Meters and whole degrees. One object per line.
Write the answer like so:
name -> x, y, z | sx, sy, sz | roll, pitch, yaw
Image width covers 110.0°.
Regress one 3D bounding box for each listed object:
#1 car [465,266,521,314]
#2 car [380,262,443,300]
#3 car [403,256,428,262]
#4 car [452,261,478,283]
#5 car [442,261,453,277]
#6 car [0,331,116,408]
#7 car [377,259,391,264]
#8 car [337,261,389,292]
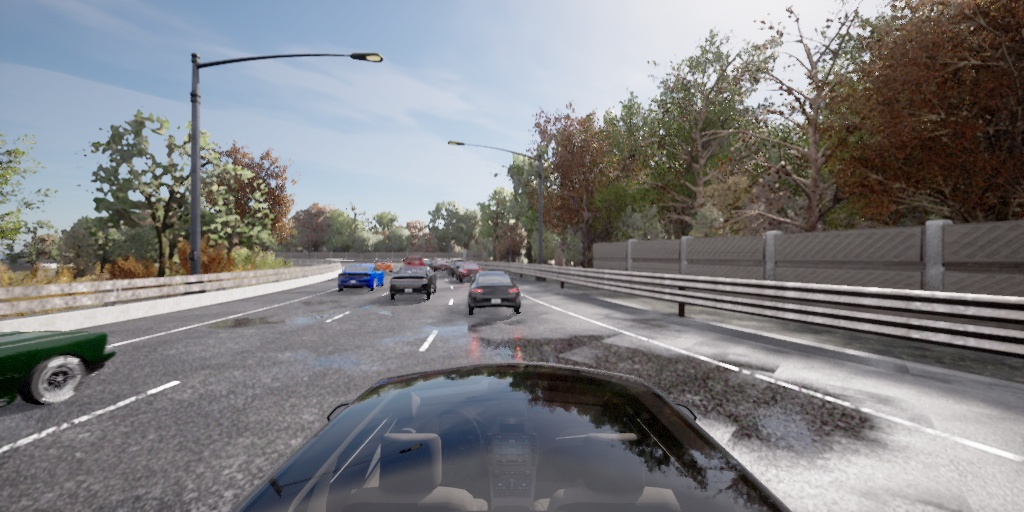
car -> -0.760, 1.289, 13.847 | 1.812, 1.442, 4.674 | 0, 0, -6
car -> -4.795, 1.260, 17.852 | 2.128, 1.511, 4.902 | 0, 0, -8
car -> -12.214, 1.020, 44.433 | 2.150, 2.045, 5.566 | 0, 0, -22
car -> -3.464, 1.306, 28.805 | 1.812, 1.442, 4.674 | 0, 0, -14
car -> -5.286, 1.280, 35.383 | 2.128, 1.511, 4.902 | 0, 0, -17
car -> -7.024, 1.353, 3.331 | 1.895, 1.301, 4.718 | 0, 0, -1
car -> -16.052, 1.151, 44.390 | 2.097, 1.767, 4.553 | 0, 0, -23
car -> -9.004, 1.251, 21.725 | 1.882, 1.535, 5.008 | 0, 0, -10
